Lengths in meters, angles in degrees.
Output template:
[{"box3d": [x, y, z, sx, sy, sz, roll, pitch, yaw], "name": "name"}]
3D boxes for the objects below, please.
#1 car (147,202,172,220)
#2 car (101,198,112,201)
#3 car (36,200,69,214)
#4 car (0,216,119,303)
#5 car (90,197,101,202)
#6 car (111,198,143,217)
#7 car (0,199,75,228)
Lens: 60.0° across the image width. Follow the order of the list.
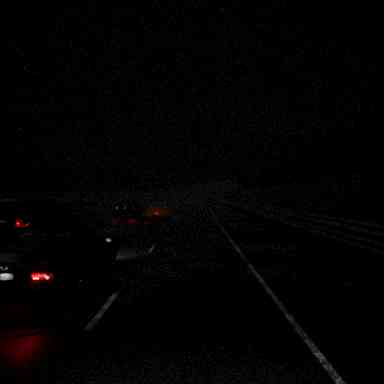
[{"box3d": [-2.925, 1.689, 30.761, 1.882, 1.535, 5.008, 0, -1, 2], "name": "car"}, {"box3d": [-18.430, 1.980, 76.056, 2.033, 1.411, 5.357, 0, 0, 4], "name": "car"}, {"box3d": [-16.811, 1.797, 40.449, 1.837, 1.490, 4.892, 0, -1, 2], "name": "car"}, {"box3d": [-3.345, 1.593, 8.520, 2.033, 1.411, 5.357, 0, 0, 0], "name": "car"}, {"box3d": [-21.921, 1.957, 76.292, 1.812, 1.442, 4.674, 0, 0, 4], "name": "car"}, {"box3d": [-6.335, 1.589, 33.827, 2.097, 1.767, 4.553, 0, -1, 2], "name": "car"}, {"box3d": [-6.776, 1.298, 14.269, 2.150, 2.045, 5.566, 0, 0, 1], "name": "car"}]
